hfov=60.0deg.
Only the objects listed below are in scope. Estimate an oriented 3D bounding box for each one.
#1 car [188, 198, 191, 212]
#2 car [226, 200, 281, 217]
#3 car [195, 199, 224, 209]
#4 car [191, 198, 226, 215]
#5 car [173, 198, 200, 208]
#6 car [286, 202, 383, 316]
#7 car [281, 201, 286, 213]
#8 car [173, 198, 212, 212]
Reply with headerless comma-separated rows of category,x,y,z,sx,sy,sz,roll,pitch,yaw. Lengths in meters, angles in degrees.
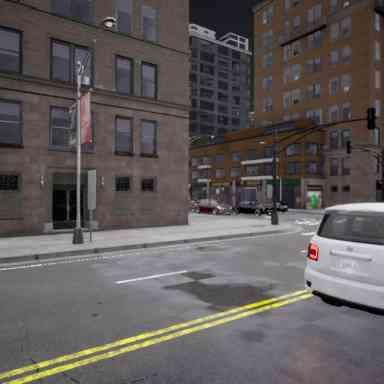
car,-1.058,1.422,36.834,1.967,1.590,4.097,0,0,-35
car,5.716,1.595,31.651,1.895,1.301,4.718,0,0,-35
car,2.310,1.594,45.968,1.802,1.307,4.206,0,0,-35
car,2.125,1.423,32.335,1.967,1.590,4.097,0,0,-35
car,-0.872,1.579,50.466,1.947,1.339,4.313,0,0,-35
car,4.639,1.223,6.757,5.566,2.045,2.150,0,0,-36
car,8.676,1.580,36.969,1.947,1.339,4.313,0,0,-35
car,-0.022,1.482,39.764,2.128,1.511,4.902,0,0,-35
